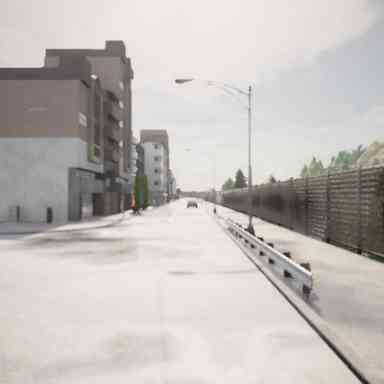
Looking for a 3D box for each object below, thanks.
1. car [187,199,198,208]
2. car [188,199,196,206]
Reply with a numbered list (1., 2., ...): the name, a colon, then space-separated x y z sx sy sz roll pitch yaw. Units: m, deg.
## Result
1. car: 0.072 2.173 59.490 1.812 1.442 4.674 0 -1 0
2. car: -0.030 2.319 73.089 1.812 1.442 4.674 0 -1 0
